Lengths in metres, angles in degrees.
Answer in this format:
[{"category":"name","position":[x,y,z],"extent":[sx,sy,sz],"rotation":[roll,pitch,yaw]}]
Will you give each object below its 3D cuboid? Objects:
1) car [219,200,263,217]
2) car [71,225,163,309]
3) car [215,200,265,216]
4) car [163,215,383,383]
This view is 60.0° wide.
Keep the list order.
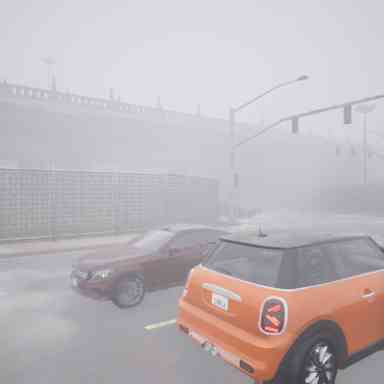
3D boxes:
[{"category":"car","position":[3.828,1.559,30.707],"extent":[1.837,1.490,4.892],"rotation":[0,0,-36]},{"category":"car","position":[-0.439,1.525,7.980],"extent":[4.674,1.442,1.812],"rotation":[0,0,-35]},{"category":"car","position":[4.955,1.602,35.152],"extent":[2.033,1.411,5.357],"rotation":[0,0,-36]},{"category":"car","position":[2.081,1.352,5.272],"extent":[4.553,1.767,2.097],"rotation":[0,0,-35]}]
